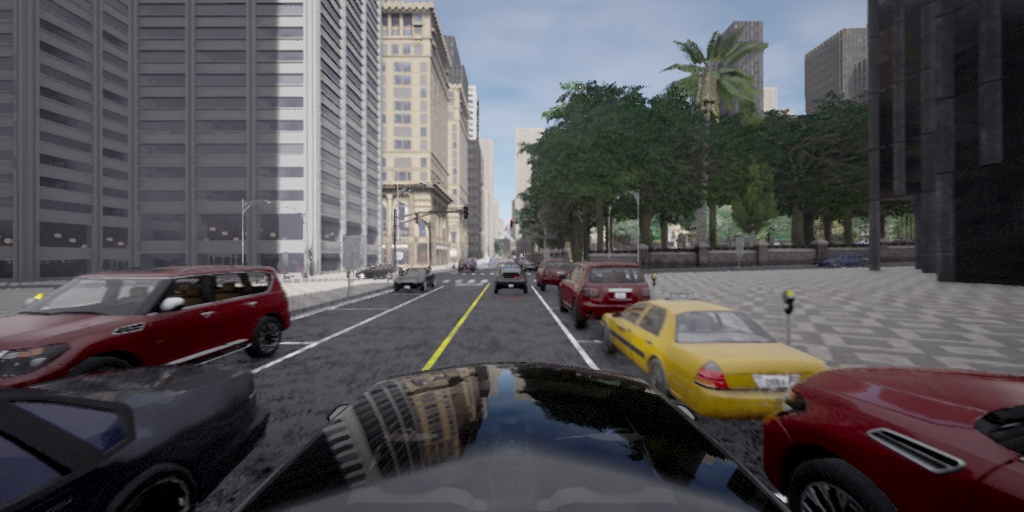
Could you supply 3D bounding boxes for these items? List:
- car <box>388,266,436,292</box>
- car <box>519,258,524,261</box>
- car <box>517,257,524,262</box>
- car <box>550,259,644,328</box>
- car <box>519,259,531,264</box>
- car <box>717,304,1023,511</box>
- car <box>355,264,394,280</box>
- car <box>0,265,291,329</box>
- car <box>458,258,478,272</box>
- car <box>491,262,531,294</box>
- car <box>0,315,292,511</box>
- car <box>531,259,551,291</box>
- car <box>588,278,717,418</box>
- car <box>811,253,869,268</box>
[{"bbox_3d":[-5.912,1.385,22.288,1.948,1.339,4.313,0,0,0],"label":"car"},{"bbox_3d":[2.368,1.403,54.314,1.802,1.307,4.207,0,0,0],"label":"car"},{"bbox_3d":[2.327,1.264,59.735,1.967,1.591,4.097,0,0,0],"label":"car"},{"bbox_3d":[2.697,1.078,11.361,2.192,1.841,5.009,0,0,0],"label":"car"},{"bbox_3d":[2.410,1.382,48.894,1.948,1.339,4.313,0,0,0],"label":"car"},{"bbox_3d":[2.781,1.050,0.388,2.192,1.841,5.009,0,0,0],"label":"car"},{"bbox_3d":[-13.748,1.629,37.151,4.892,1.490,1.837,-1,-1,4],"label":"car"},{"bbox_3d":[-5.786,1.098,5.824,2.192,1.841,5.009,0,0,0],"label":"car"},{"bbox_3d":[-6.115,1.165,48.848,2.192,1.841,5.009,0,0,0],"label":"car"},{"bbox_3d":[-0.057,1.298,20.921,1.837,1.490,4.892,0,0,0],"label":"car"},{"bbox_3d":[-3.089,1.307,0.856,2.033,1.411,5.357,0,0,0],"label":"car"},{"bbox_3d":[2.613,1.100,22.336,2.192,1.841,5.009,0,0,0],"label":"car"},{"bbox_3d":[2.738,1.275,6.045,1.751,1.417,4.829,0,0,0],"label":"car"},{"bbox_3d":[34.619,0.437,37.517,5.357,1.411,2.033,-2,0,0],"label":"car"}]
